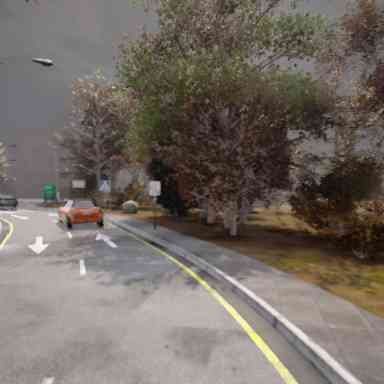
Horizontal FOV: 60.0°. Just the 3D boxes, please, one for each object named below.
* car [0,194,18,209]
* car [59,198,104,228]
[{"bbox_3d":[-19.885,0.973,34.038,4.902,1.511,2.128,1,0,31],"label":"car"},{"bbox_3d":[-7.170,1.173,21.276,2.097,1.767,4.553,0,1,-29],"label":"car"}]
